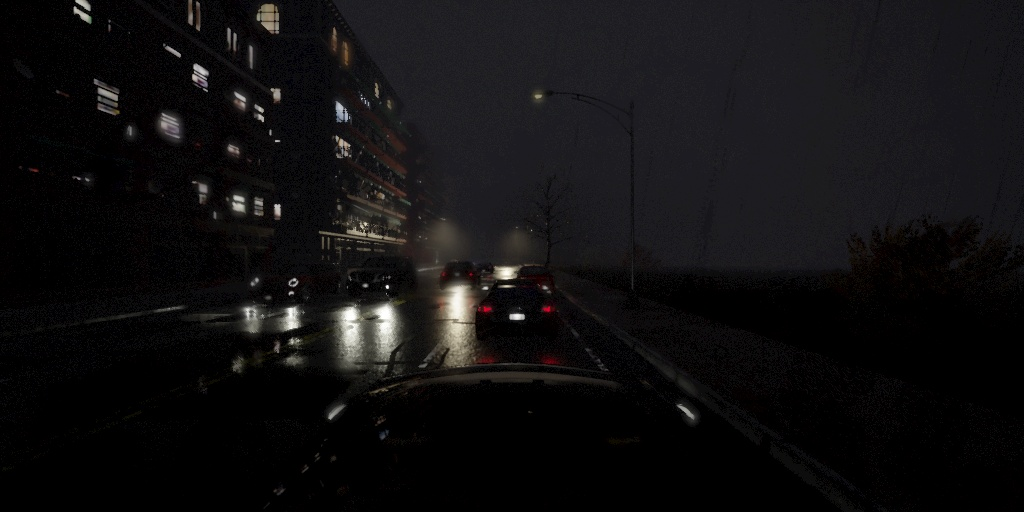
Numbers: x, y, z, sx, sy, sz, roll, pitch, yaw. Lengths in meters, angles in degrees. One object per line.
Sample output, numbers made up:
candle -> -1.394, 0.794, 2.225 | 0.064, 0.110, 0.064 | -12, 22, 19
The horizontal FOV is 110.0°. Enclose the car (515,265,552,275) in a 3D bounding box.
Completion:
car -> 1.148, 1.229, 18.849 | 1.882, 1.535, 5.008 | 0, 0, 0

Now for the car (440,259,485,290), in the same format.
car -> -3.132, 1.102, 22.668 | 2.097, 1.767, 4.553 | 0, 0, 0

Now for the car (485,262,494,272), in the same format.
car -> -3.122, 1.350, 42.663 | 1.895, 1.301, 4.718 | 0, 0, 0

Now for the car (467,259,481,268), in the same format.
car -> -6.528, 1.272, 62.062 | 1.812, 1.442, 4.674 | 0, 0, 0

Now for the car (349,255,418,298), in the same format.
car -> -6.588, 0.973, 18.882 | 2.150, 2.045, 5.566 | 0, 0, 0

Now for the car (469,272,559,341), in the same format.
car -> 0.107, 1.315, 9.929 | 1.994, 1.385, 4.181 | 0, 0, 0

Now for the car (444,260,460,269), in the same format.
car -> -9.796, 1.348, 58.695 | 1.895, 1.301, 4.718 | 0, 0, 0

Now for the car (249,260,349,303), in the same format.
car -> -9.841, 1.103, 16.725 | 2.097, 1.767, 4.553 | 0, 0, 0
